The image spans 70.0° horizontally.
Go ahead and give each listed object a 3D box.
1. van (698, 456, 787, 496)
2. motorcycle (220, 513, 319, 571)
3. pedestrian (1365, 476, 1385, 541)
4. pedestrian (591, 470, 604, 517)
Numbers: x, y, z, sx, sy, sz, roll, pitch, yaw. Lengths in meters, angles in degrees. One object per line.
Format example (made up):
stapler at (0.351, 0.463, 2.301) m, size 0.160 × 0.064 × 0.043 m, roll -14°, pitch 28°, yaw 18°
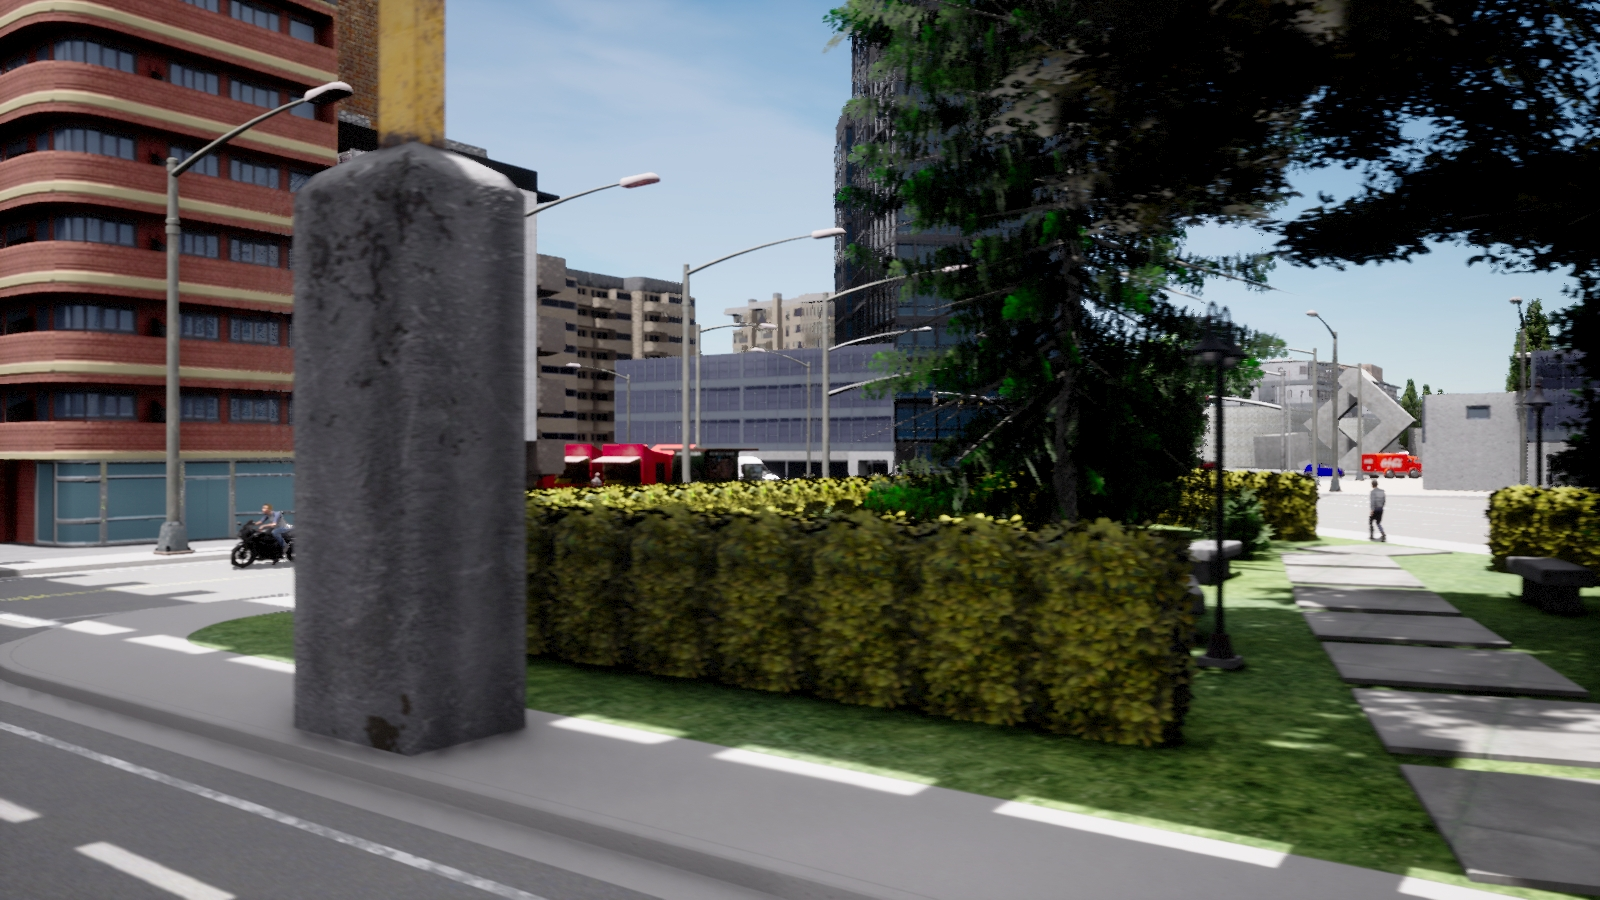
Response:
van at (-3.899, 1.733, 76.182) m, size 5.915 × 2.561 × 1.988 m, roll -1°, pitch -1°, yaw 35°
motorcycle at (-12.699, 2.175, 27.399) m, size 0.803 × 1.224 × 2.033 m, roll 0°, pitch 0°, yaw 36°
pedestrian at (16.658, 1.697, 33.081) m, size 0.375 × 1.860 × 0.375 m, roll 0°, pitch 0°, yaw -3°
pedestrian at (-8.110, 1.739, 45.696) m, size 0.375 × 1.860 × 0.375 m, roll 0°, pitch 0°, yaw 44°
